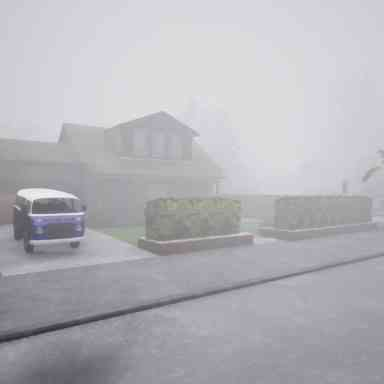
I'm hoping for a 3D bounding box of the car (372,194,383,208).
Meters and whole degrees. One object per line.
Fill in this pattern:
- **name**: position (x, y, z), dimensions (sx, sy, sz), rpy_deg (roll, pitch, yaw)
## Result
- **car**: position (23.999, 1.010, 40.751), dimensions (3.866, 1.878, 1.905), rpy_deg (0, 0, 0)
